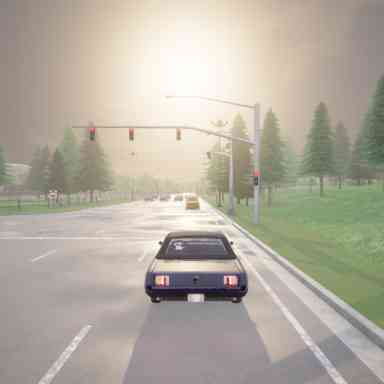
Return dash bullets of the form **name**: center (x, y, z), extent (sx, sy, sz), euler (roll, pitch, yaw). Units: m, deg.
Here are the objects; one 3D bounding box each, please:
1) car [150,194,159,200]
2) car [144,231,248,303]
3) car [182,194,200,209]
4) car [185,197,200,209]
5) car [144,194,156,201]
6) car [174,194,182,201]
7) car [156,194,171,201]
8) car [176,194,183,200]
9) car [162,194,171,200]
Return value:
- **car**: center (-10.301, 1.332, 90.875), extent (1.837, 1.490, 4.892), euler (0, 0, 0)
- **car**: center (0.097, 1.601, 8.145), extent (1.895, 1.301, 4.718), euler (0, 0, 1)
- **car**: center (-0.018, 1.081, 46.348), extent (1.882, 1.535, 5.008), euler (-3, 17, -3)
- **car**: center (0.068, 1.576, 49.813), extent (2.033, 1.411, 5.357), euler (-1, 1, 1)
- **car**: center (-10.324, 1.531, 80.456), extent (2.033, 1.411, 5.357), euler (0, 0, 0)
- **car**: center (-3.323, 1.545, 80.857), extent (1.994, 1.385, 4.181), euler (0, 0, 0)
- **car**: center (-6.824, 1.531, 80.448), extent (2.033, 1.411, 5.357), euler (0, 0, 0)
- **car**: center (-3.301, 1.356, 90.860), extent (1.812, 1.442, 4.674), euler (0, 0, 0)
- **car**: center (-6.801, 1.372, 90.868), extent (2.033, 1.411, 5.357), euler (0, 0, 0)
